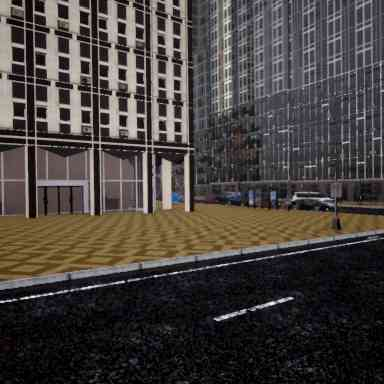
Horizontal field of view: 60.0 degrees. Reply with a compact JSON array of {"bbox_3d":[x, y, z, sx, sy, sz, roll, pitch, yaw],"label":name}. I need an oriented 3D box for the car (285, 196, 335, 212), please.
[{"bbox_3d":[12.935,1.422,36.637,1.947,1.339,4.313,-1,1,-34],"label":"car"}]

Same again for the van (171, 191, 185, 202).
[{"bbox_3d":[-2.943,0.936,60.203,1.690,1.788,3.998,0,1,-34],"label":"van"}]

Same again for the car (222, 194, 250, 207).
[{"bbox_3d":[6.603,1.318,46.079,1.947,1.339,4.313,-1,1,-34],"label":"car"}]

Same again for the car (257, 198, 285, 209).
[{"bbox_3d":[9.752,1.386,41.348,1.802,1.307,4.206,-1,1,-34],"label":"car"}]

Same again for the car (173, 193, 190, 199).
[{"bbox_3d":[-2.408,0.934,74.316,1.802,1.307,4.206,0,1,-34],"label":"car"}]

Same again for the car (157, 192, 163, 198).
[{"bbox_3d":[-5.606,0.614,79.012,2.192,1.841,5.009,0,1,-34],"label":"car"}]

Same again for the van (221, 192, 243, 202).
[{"bbox_3d":[7.182,0.853,60.215,1.690,1.788,3.998,-1,1,-34],"label":"van"}]

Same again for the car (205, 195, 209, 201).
[{"bbox_3d":[3.986,1.042,64.918,1.802,1.307,4.206,-1,1,-34],"label":"car"}]

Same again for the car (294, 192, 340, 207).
[{"bbox_3d":[14.448,1.023,39.224,2.150,2.045,5.566,-1,1,-34],"label":"car"}]

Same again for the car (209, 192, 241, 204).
[{"bbox_3d":[5.429,1.147,52.510,2.128,1.511,4.902,-1,1,-34],"label":"car"}]
